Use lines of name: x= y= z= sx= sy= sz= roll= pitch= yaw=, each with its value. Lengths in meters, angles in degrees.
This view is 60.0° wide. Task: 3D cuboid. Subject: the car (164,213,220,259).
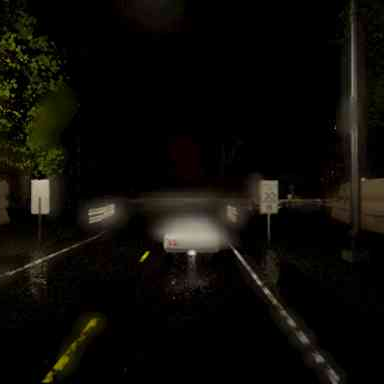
car: x=0.020 y=1.747 z=13.247 sx=1.895 sy=1.301 sz=4.718 roll=0 pitch=-1 yaw=0

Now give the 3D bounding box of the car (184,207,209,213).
car: x=0.392 y=1.908 z=28.090 sx=1.895 sy=1.301 sz=4.718 roll=0 pitch=-1 yaw=7
